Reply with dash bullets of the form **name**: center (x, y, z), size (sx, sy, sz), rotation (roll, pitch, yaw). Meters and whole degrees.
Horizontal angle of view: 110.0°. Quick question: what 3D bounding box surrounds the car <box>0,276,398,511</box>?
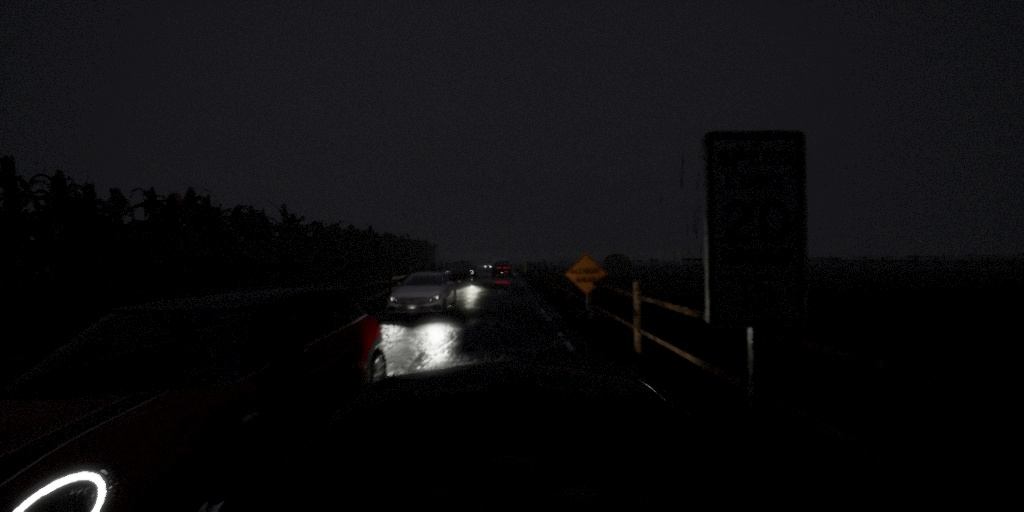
- **car**: center (-2.837, 1.149, 3.375), size (2.097, 1.767, 4.553), rotation (-1, 0, -2)

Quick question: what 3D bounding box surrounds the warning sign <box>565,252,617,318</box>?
- **warning sign**: center (2.231, 0.812, 10.652), size (1.300, 1.860, 1.060), rotation (0, 0, -2)

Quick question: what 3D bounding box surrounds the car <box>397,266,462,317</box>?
- **car**: center (-3.171, 1.312, 13.423), size (1.812, 1.442, 4.674), rotation (-1, 0, -2)

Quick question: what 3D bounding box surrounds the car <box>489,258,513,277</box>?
- **car**: center (-0.953, 1.216, 34.254), size (1.837, 1.490, 4.892), rotation (-1, 0, -2)

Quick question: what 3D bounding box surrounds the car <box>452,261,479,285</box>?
- **car**: center (-3.582, 1.126, 26.243), size (2.097, 1.767, 4.553), rotation (-1, 0, -2)
